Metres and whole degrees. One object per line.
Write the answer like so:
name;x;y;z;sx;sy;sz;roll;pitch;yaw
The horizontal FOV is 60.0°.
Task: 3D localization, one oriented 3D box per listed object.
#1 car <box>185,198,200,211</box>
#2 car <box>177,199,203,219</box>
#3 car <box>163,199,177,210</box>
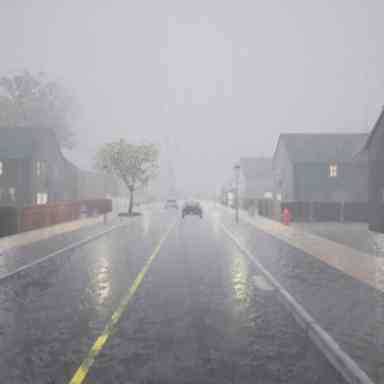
car;0.048;1.636;45.439;1.882;1.535;5.008;0;0;0
car;0.008;1.574;30.435;2.128;1.511;4.902;0;0;0
car;-2.758;1.686;45.092;1.812;1.442;4.674;0;0;0
